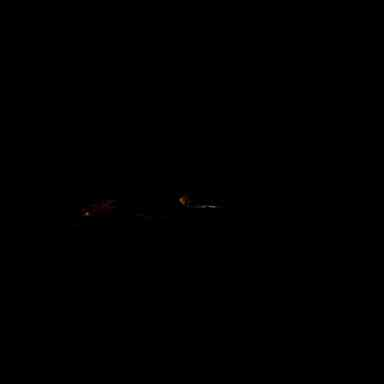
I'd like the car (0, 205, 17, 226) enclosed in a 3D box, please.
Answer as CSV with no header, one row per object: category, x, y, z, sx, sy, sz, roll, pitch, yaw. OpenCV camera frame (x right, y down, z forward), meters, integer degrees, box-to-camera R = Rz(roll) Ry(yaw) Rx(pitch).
car,-13.279,1.432,20.517,1.812,1.442,4.674,0,1,32

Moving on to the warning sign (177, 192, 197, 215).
warning sign,-0.450,0.944,27.746,1.300,1.860,1.060,0,0,31

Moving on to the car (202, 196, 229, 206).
car,3.542,1.212,47.903,2.033,1.411,5.357,0,1,32

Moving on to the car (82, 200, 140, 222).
car,-6.016,1.335,25.311,1.882,1.535,5.008,0,0,32
